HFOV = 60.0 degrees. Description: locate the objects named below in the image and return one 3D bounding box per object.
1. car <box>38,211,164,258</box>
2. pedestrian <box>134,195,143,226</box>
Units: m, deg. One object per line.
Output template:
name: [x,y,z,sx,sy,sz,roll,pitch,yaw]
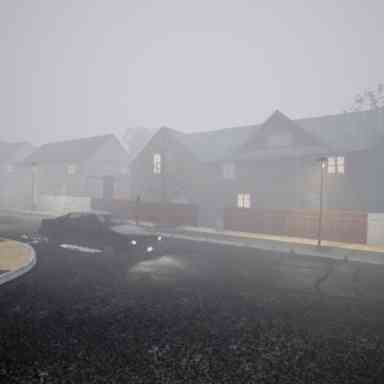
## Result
car: [-3.693,1.474,12.911,5.357,1.411,2.033,3,1,32]
pedestrian: [-3.223,1.090,19.534,0.375,1.860,0.375,-1,-5,32]
